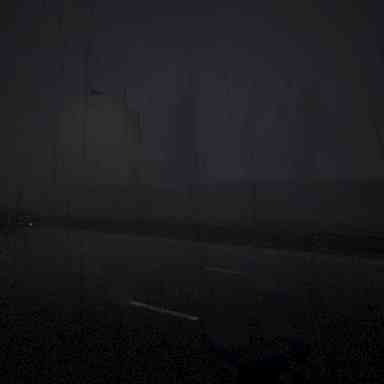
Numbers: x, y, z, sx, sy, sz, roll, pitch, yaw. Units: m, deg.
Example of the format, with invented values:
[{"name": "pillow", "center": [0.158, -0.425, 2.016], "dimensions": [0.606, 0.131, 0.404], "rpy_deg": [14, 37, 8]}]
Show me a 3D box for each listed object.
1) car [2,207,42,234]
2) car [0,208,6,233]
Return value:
[{"name": "car", "center": [-11.283, 1.680, 20.611], "dimensions": [4.902, 1.511, 2.128], "rpy_deg": [-1, 0, 35]}, {"name": "car", "center": [-11.717, 1.663, 16.625], "dimensions": [4.902, 1.511, 2.128], "rpy_deg": [-1, 0, 35]}]
